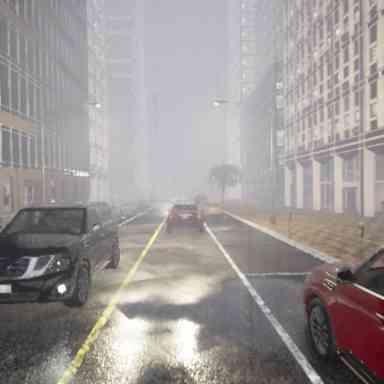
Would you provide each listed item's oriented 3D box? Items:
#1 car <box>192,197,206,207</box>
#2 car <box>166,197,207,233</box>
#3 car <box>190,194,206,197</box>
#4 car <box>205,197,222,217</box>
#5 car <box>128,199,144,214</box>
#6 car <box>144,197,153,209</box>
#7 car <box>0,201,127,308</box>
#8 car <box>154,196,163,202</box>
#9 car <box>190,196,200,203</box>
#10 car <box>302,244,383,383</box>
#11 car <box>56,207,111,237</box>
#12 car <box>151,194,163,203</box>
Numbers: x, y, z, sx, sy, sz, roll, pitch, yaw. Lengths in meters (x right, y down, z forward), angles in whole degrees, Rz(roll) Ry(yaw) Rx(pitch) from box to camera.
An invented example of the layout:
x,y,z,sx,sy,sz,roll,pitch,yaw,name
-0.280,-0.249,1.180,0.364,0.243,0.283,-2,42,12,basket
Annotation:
x,y,z,sx,sy,sz,roll,pitch,yaw,name
1.106,1.581,53.925,1.947,1.339,4.313,-2,0,-2,car
-0.442,1.381,20.186,2.097,1.767,4.553,-1,0,-2,car
1.272,1.329,48.253,2.192,1.841,5.009,-2,0,-2,car
1.797,1.527,31.407,1.752,1.417,4.829,-2,0,-2,car
-6.744,1.659,36.535,1.752,1.417,4.829,-2,0,-2,car
-7.096,1.723,48.049,1.802,1.307,4.206,-2,0,-2,car
-3.277,1.283,8.359,2.150,2.045,5.566,-1,0,-2,car
-8.139,1.662,81.910,1.752,1.417,4.829,-2,0,-2,car
0.583,1.597,70.943,1.802,1.307,4.206,-2,0,-2,car
2.667,1.279,2.876,2.192,1.841,5.009,-2,0,-2,car
-6.225,1.683,19.690,1.947,1.339,4.313,-2,0,-2,car
-7.802,1.457,70.736,2.192,1.841,5.009,-2,0,-2,car
